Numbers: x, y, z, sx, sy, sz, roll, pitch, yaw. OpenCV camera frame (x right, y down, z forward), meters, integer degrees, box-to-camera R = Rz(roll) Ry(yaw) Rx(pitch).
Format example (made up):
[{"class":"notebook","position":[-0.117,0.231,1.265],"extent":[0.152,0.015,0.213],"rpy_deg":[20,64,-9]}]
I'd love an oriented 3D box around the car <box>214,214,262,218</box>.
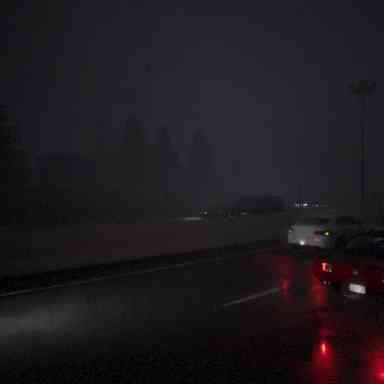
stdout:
[{"class":"car","position":[4.080,1.250,21.752],"extent":[2.150,2.045,5.566],"rpy_deg":[0,0,44]}]

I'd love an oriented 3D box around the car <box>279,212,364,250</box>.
[{"class":"car","position":[5.583,1.537,13.253],"extent":[4.674,1.442,1.812],"rpy_deg":[0,0,-43]}]

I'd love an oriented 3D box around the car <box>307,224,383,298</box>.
[{"class":"car","position":[4.942,1.605,7.947],"extent":[4.718,1.301,1.895],"rpy_deg":[0,0,-40]}]
